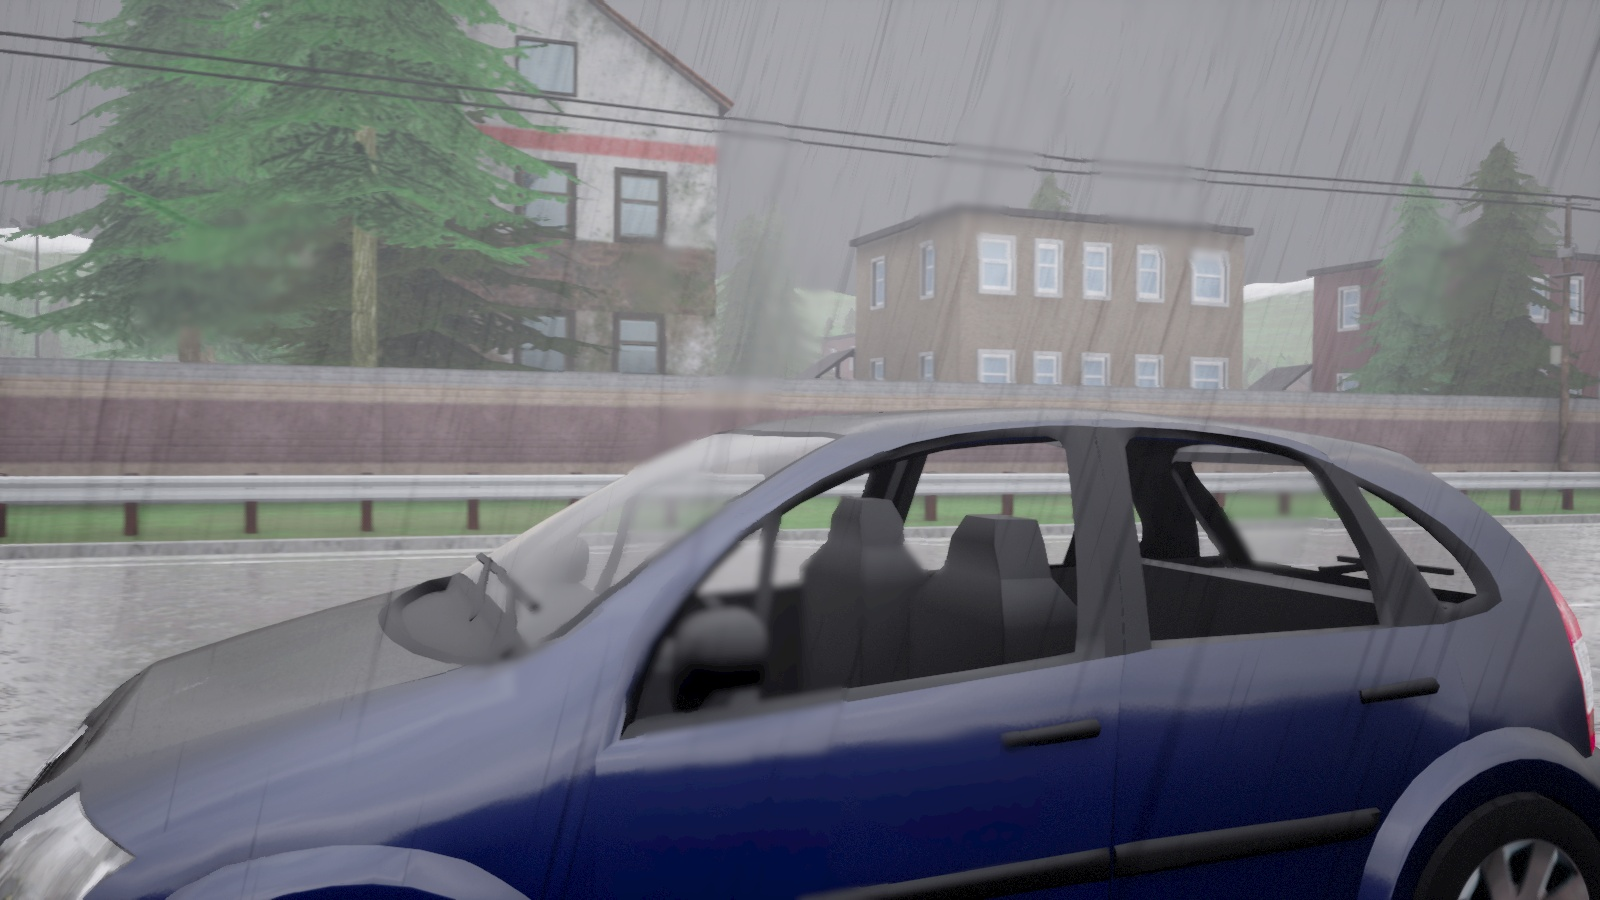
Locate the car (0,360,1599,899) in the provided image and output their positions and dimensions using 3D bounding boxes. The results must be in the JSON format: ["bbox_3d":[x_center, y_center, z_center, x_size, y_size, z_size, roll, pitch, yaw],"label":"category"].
[{"bbox_3d":[0.138,0.641,3.290,3.988,1.617,1.851,-1,1,-21],"label":"car"}]
